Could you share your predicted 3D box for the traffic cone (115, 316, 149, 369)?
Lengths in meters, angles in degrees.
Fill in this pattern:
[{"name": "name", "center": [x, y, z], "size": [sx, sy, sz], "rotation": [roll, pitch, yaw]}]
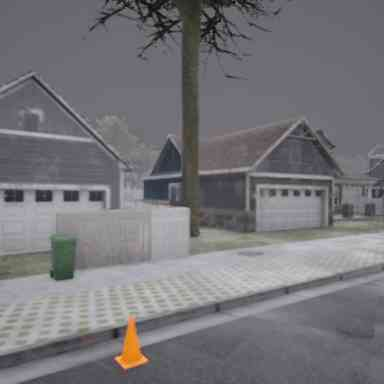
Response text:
[{"name": "traffic cone", "center": [-0.800, 1.948, 4.427], "size": [0.340, 0.580, 0.340], "rotation": [0, 0, -35]}]
